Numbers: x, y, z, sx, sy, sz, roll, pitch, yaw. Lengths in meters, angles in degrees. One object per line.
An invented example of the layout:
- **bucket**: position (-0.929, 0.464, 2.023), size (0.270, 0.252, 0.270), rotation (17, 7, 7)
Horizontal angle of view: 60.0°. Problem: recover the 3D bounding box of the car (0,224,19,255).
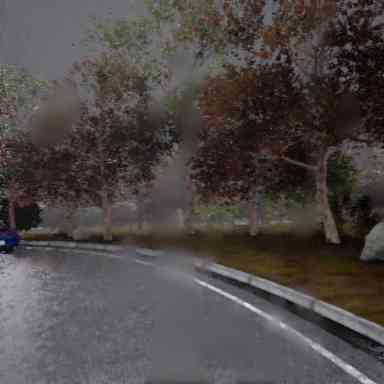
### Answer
- **car**: position (-9.475, 1.918, 13.935), size (5.008, 1.535, 1.882), rotation (-3, -2, 28)
